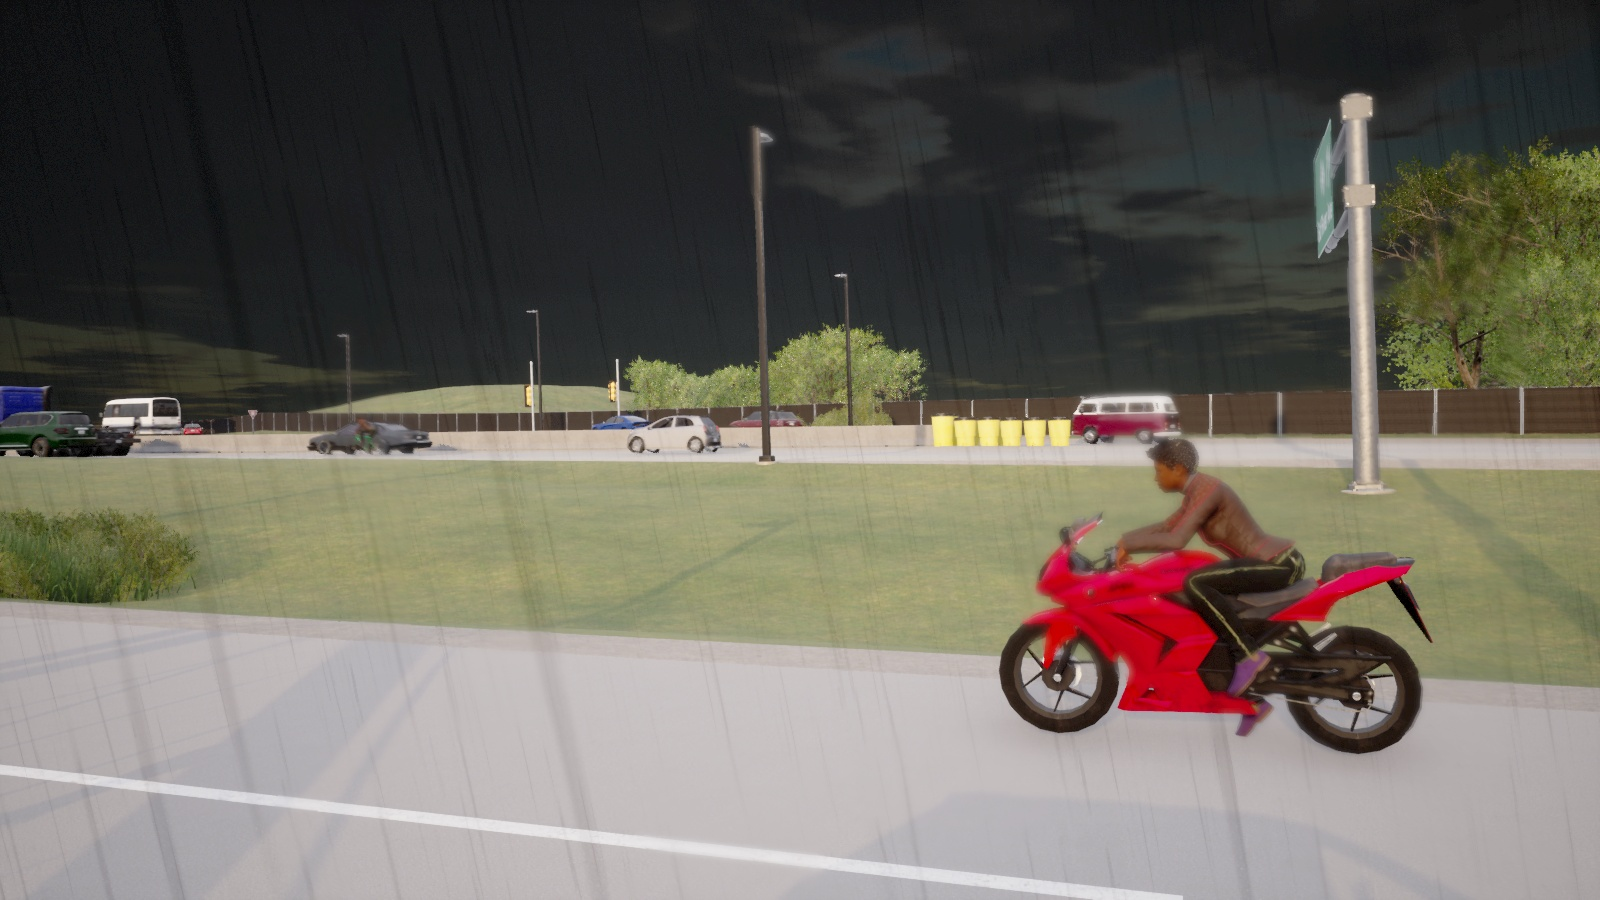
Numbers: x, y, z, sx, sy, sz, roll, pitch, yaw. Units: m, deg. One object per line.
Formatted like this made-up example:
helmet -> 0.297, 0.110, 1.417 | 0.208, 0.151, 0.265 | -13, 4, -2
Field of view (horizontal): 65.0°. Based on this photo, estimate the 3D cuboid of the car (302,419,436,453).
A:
car -> -18.515, -0.603, 53.964 | 5.357, 1.411, 2.033 | 0, 1, 19

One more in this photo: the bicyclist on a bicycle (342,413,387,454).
bicyclist on a bicycle -> -17.296, -0.644, 49.831 | 1.656, 1.620, 0.582 | 0, 1, 19

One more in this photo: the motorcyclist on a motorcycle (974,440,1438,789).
motorcyclist on a motorcycle -> 1.956, 0.718, 6.226 | 2.044, 1.523, 0.797 | 0, 1, 19

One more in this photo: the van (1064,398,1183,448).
van -> 13.859, -1.157, 53.844 | 4.480, 2.038, 2.069 | 1, 2, 39

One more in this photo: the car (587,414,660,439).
car -> -10.969, -1.477, 77.594 | 1.882, 1.535, 5.008 | -2, 2, -44

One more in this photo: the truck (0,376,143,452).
truck -> -35.590, -1.673, 59.904 | 7.936, 3.462, 2.891 | 0, 1, 19

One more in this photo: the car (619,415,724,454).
car -> -5.036, -0.611, 49.262 | 3.633, 1.501, 1.845 | 0, 1, 19

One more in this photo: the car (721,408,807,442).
car -> -1.998, -1.368, 68.324 | 4.553, 1.767, 2.097 | 1, 2, 45

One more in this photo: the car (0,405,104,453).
car -> -33.852, -0.916, 55.602 | 5.566, 2.045, 2.150 | 0, 1, 19
